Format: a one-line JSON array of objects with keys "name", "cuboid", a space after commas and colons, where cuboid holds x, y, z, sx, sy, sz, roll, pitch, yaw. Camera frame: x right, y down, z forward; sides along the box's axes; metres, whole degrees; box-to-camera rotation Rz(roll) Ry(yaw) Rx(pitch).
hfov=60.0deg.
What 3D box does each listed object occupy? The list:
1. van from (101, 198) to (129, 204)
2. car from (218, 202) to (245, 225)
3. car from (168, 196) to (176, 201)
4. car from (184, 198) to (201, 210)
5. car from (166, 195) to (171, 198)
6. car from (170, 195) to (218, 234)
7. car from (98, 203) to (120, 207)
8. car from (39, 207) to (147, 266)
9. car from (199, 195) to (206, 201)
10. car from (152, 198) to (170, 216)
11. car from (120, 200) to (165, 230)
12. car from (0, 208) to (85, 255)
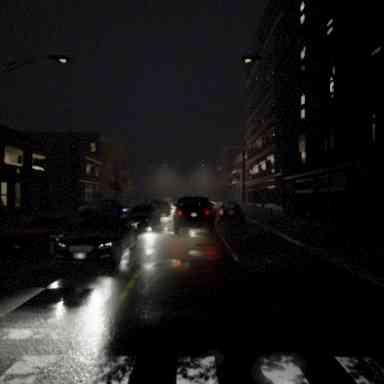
[{"name": "van", "cuboid": [-5.675, 1.371, 24.593, 1.690, 1.788, 3.998, 1, 0, 0]}, {"name": "car", "cuboid": [2.703, 1.470, 24.654, 1.967, 1.590, 4.097, 1, 0, 0]}, {"name": "car", "cuboid": [-5.687, 1.688, 92.833, 1.947, 1.339, 4.313, 1, 0, 0]}, {"name": "car", "cuboid": [0.025, 1.547, 44.090, 2.128, 1.511, 4.902, 0, 0, 1]}, {"name": "car", "cuboid": [-5.684, 1.546, 81.459, 1.967, 1.590, 4.097, 1, 0, 0]}, {"name": "car", "cuboid": [0.097, 1.245, 19.484, 2.150, 2.045, 5.566, 0, 0, 0]}, {"name": "car", "cuboid": [-5.679, 1.568, 18.905, 1.887, 1.381, 4.507, 1, 0, 0]}, {"name": "car", "cuboid": [-3.091, 1.506, 11.639, 2.128, 1.511, 4.902, 0, 0, 0]}, {"name": "car", "cuboid": [2.694, 1.640, 87.377, 1.752, 1.417, 4.829, 1, 0, 0]}, {"name": "car", "cuboid": [-3.072, 1.566, 32.695, 1.812, 1.442, 4.674, 0, 0, 1]}, {"name": "car", "cuboid": [-3.084, 1.531, 21.486, 1.837, 1.490, 4.892, 0, 0, 0]}, {"name": "car", "cuboid": [-5.755, 1.561, 13.223, 1.887, 1.381, 4.507, 1, 0, 0]}]
